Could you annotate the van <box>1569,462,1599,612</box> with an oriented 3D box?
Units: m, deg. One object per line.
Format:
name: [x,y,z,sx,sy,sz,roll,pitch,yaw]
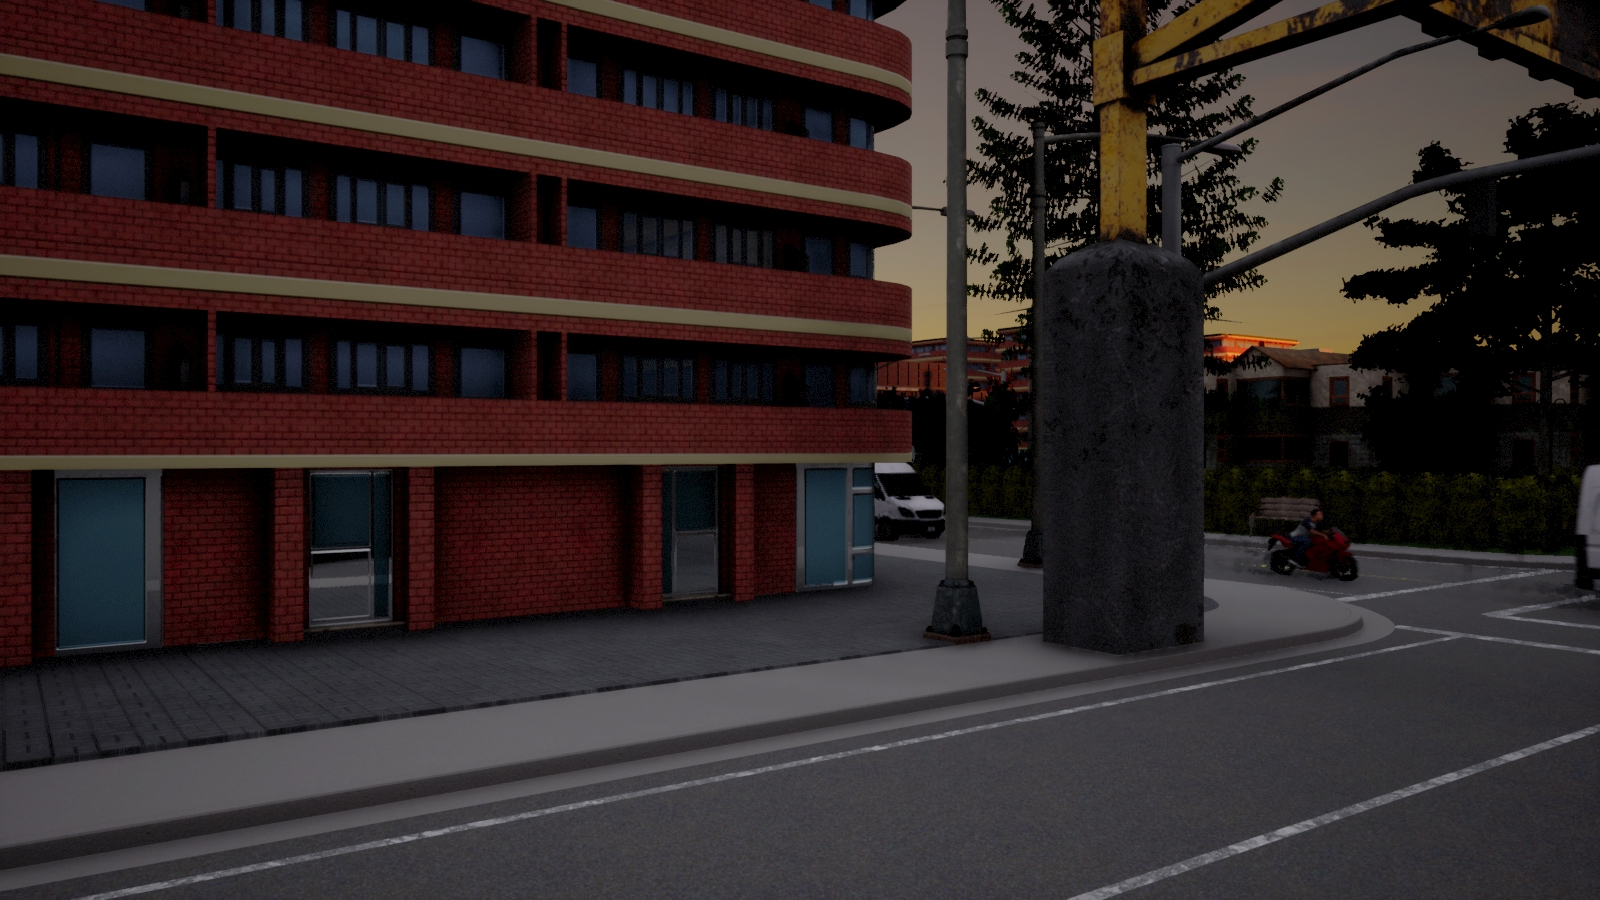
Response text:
van: [16.413,1.524,18.876,5.915,2.561,1.988,0,1,42]

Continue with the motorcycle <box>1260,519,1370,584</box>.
motorcycle: [11.076,2.164,24.630,0.803,1.224,2.033,0,0,-36]
